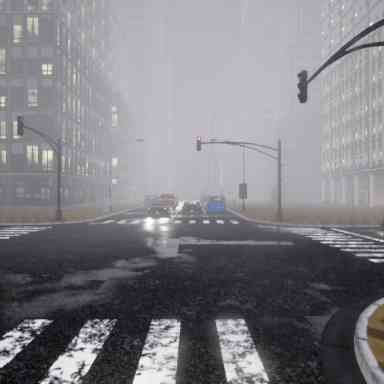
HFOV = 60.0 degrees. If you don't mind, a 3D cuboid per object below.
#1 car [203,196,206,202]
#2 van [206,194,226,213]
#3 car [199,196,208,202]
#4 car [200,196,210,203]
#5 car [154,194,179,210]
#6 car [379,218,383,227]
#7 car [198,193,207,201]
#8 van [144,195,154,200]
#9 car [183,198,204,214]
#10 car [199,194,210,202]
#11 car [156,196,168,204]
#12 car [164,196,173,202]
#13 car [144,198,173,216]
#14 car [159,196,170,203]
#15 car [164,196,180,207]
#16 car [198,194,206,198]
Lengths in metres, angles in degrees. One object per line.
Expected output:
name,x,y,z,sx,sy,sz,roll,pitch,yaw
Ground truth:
car,2.628,1.544,41.479,1.887,1.381,4.507,0,0,0
van,2.696,1.340,35.940,1.690,1.788,3.998,0,0,0
car,2.764,1.561,80.251,1.947,1.339,4.313,0,0,0
car,2.718,1.542,69.172,1.887,1.381,4.507,0,0,0
car,-3.174,1.221,42.952,2.150,2.045,5.566,0,0,1
car,14.401,1.685,20.126,5.357,1.411,2.033,0,0,-1
car,2.788,1.309,85.790,2.192,1.841,5.009,0,0,0
van,-5.752,1.340,47.049,1.690,1.788,3.998,0,0,0
car,0.001,1.600,35.882,1.895,1.301,4.718,0,0,0
car,2.742,1.311,74.712,2.192,1.841,5.009,0,0,0
car,-5.685,1.564,63.667,1.947,1.339,4.313,0,0,0
car,-5.616,1.577,80.285,1.802,1.307,4.206,0,0,0
car,-3.223,1.600,32.908,1.895,1.301,4.718,0,0,0
car,-5.662,1.548,69.205,2.008,1.369,4.403,0,0,0
car,-3.132,1.490,53.256,2.128,1.511,4.902,0,0,0
car,2.696,1.313,63.633,2.192,1.841,5.009,0,0,0
